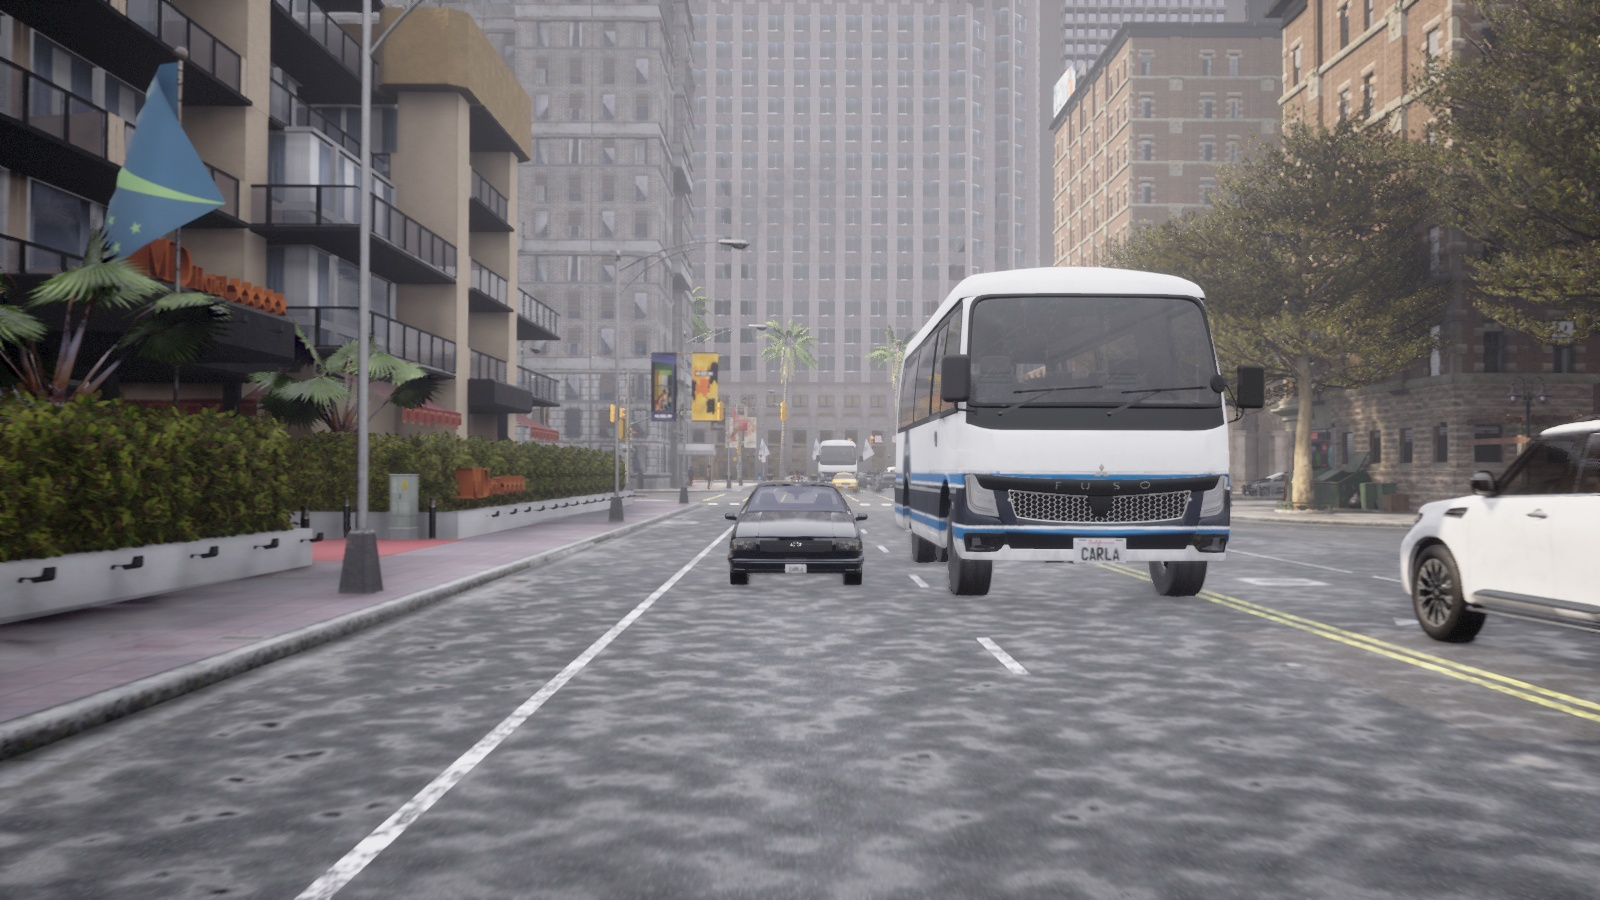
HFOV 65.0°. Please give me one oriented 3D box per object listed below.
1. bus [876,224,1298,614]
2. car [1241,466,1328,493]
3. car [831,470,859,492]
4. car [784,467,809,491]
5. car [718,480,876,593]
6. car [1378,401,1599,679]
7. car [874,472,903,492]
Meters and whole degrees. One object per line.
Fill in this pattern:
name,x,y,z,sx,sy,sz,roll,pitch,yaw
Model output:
bus,3.448,-0.259,18.894,3.944,4.253,10.273,0,-1,0
car,30.428,1.860,79.046,4.611,1.667,2.242,0,-1,1
car,3.273,2.286,92.285,1.801,1.575,5.366,0,-1,0
car,-0.242,2.280,98.457,1.932,1.855,4.605,0,-1,0
car,-0.047,1.177,18.810,2.033,1.411,5.357,0,-1,0
car,6.965,0.673,10.019,2.150,2.045,5.566,0,-1,0
car,6.771,2.403,96.206,1.837,1.490,4.892,0,-1,0
